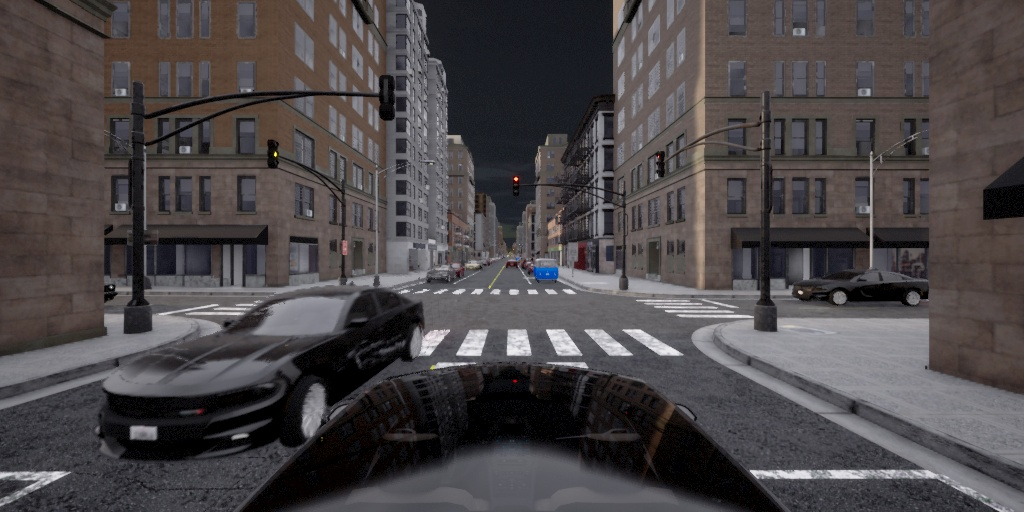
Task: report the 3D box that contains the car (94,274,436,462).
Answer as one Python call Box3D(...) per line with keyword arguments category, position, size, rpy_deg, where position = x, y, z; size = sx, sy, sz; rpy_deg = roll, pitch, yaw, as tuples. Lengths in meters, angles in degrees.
Box3D(category="car", position=(-2.911, 1.227, 5.527), size=(1.882, 1.535, 5.008), rpy_deg=(-1, 0, 5))

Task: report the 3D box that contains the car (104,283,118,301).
Box3D(category="car", position=(-17.227, 1.254, 12.719), size=(4.718, 1.301, 1.895), rpy_deg=(0, 0, -2))

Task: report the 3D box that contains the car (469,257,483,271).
Box3D(category="car", position=(-5.492, 1.269, 50.452), size=(1.751, 1.417, 4.829), rpy_deg=(0, 0, 0))

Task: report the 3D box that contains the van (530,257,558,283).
Box3D(category="van", position=(2.581, 1.089, 27.919), size=(1.690, 1.789, 3.998), rpy_deg=(0, 0, 0))

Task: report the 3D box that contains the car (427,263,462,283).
Box3D(category="car", position=(-5.444, 1.299, 27.894), size=(2.007, 1.370, 4.403), rpy_deg=(0, 0, 0))

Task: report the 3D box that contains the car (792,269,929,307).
Box3D(category="car", position=(15.191, 1.329, 15.784), size=(5.008, 1.535, 1.882), rpy_deg=(0, 0, 0))

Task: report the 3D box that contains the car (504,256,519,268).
Box3D(category="car", position=(-0.023, 1.215, 60.080), size=(1.882, 1.535, 5.008), rpy_deg=(0, 0, 0))

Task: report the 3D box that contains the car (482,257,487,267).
Box3D(category="car", position=(-5.504, 1.305, 56.304), size=(1.948, 1.339, 4.313), rpy_deg=(0, 0, 0))

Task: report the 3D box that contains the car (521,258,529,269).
Box3D(category="car", position=(2.533, 1.326, 50.645), size=(1.802, 1.307, 4.207), rpy_deg=(0, 0, 0))

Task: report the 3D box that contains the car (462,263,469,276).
Box3D(category="car", position=(-5.456, 1.293, 33.575), size=(1.888, 1.381, 4.507), rpy_deg=(0, 0, 0))

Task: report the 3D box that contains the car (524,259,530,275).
Box3D(category="car", position=(2.557, 1.330, 39.282), size=(1.802, 1.307, 4.207), rpy_deg=(0, 0, 0))

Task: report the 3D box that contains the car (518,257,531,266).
Box3D(category="car", position=(2.521, 1.054, 56.327), size=(2.192, 1.841, 5.009), rpy_deg=(0, 0, 0))
